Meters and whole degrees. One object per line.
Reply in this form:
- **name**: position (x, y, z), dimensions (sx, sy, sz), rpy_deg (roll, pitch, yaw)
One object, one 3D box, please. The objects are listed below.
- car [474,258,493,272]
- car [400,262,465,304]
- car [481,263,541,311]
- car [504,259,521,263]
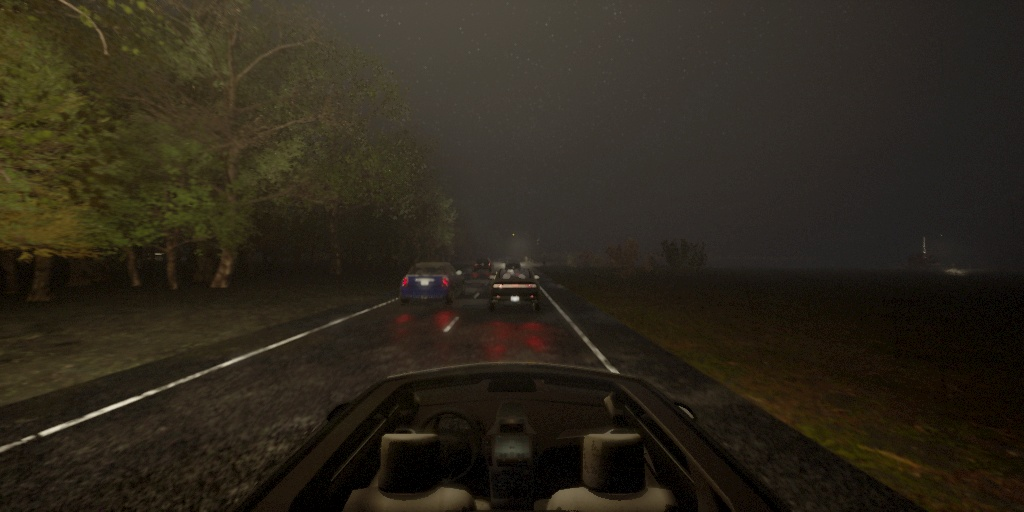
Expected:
- **car**: position (-3.393, 0.987, 43.418), dimensions (2.097, 1.767, 4.553), rpy_deg (0, 0, 0)
- **car**: position (-3.396, 1.066, 16.101), dimensions (2.097, 1.767, 4.553), rpy_deg (0, 0, 0)
- **car**: position (0.102, 1.209, 14.313), dimensions (2.128, 1.511, 4.902), rpy_deg (0, 0, 0)
- **car**: position (0.106, 1.127, 43.011), dimensions (2.128, 1.511, 4.902), rpy_deg (0, 0, 0)
